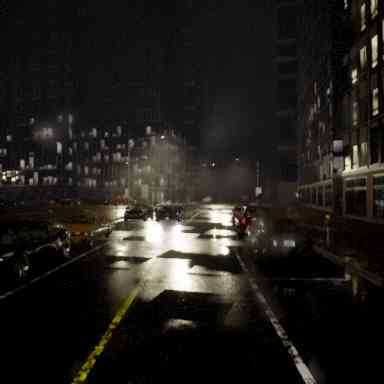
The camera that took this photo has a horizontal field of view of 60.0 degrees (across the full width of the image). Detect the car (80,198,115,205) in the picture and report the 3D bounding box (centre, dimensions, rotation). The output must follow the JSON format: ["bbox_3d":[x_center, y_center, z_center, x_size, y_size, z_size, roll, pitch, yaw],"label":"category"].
[{"bbox_3d":[-15.266,1.638,53.868,4.313,1.339,1.947,0,-1,15],"label":"car"}]

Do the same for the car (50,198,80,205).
[{"bbox_3d":[-20.659,1.658,55.345,4.403,1.369,2.008,0,-1,15],"label":"car"}]

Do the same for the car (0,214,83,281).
[{"bbox_3d":[-5.123,1.568,9.991,1.947,1.339,4.313,1,0,2],"label":"car"}]

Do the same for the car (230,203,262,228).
[{"bbox_3d":[3.651,1.541,23.235,1.887,1.381,4.507,1,0,5],"label":"car"}]

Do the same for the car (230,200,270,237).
[{"bbox_3d":[3.264,1.437,17.605,1.967,1.590,4.097,1,0,4],"label":"car"}]

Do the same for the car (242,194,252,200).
[{"bbox_3d":[12.555,1.389,76.074,2.192,1.841,5.009,1,0,15],"label":"car"}]

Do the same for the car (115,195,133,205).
[{"bbox_3d":[-13.191,1.533,61.473,5.009,1.841,2.192,0,-1,15],"label":"car"}]

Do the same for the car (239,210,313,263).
[{"bbox_3d":[2.974,1.563,11.925,1.947,1.339,4.313,1,0,2],"label":"car"}]

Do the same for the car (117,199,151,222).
[{"bbox_3d":[-4.131,1.560,26.414,2.008,1.369,4.403,1,0,5],"label":"car"}]

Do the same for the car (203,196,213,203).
[{"bbox_3d":[3.555,1.625,73.829,1.752,1.417,4.829,1,0,14],"label":"car"}]

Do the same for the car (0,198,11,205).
[{"bbox_3d":[-40.168,1.943,68.861,4.403,1.369,2.008,0,-1,15],"label":"car"}]

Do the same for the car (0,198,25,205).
[{"bbox_3d":[-31.445,1.727,58.301,4.403,1.369,2.008,0,-1,15],"label":"car"}]

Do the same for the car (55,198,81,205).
[{"bbox_3d":[-23.981,1.839,64.426,4.403,1.369,2.008,0,-1,15],"label":"car"}]

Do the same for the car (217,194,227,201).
[{"bbox_3d":[8.109,1.470,89.920,2.192,1.841,5.009,1,0,16],"label":"car"}]

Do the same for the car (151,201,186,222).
[{"bbox_3d":[-1.603,1.606,26.008,1.895,1.301,4.718,0,0,5],"label":"car"}]

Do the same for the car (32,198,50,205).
[{"bbox_3d":[-29.541,1.849,65.949,4.829,1.417,1.752,0,-1,15],"label":"car"}]

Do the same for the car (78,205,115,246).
[{"bbox_3d":[-4.894,1.529,15.314,1.752,1.417,4.829,1,0,3],"label":"car"}]
